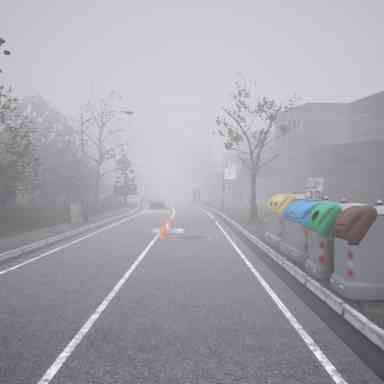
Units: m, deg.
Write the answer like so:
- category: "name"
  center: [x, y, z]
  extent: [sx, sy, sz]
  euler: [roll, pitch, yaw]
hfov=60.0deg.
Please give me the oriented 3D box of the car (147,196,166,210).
- category: "car"
  center: [-4.289, 1.418, 41.649]
  extent: [1.882, 1.535, 5.008]
  euler: [0, 0, -5]

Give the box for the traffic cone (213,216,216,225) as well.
- category: "traffic cone"
  center: [1.495, 1.913, 22.085]
  extent: [0.340, 0.580, 0.340]
  euler: [0, 0, 6]

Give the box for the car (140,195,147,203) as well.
- category: "car"
  center: [-9.594, 1.486, 69.284]
  extent: [1.837, 1.490, 4.892]
  euler: [-2, 0, -17]
